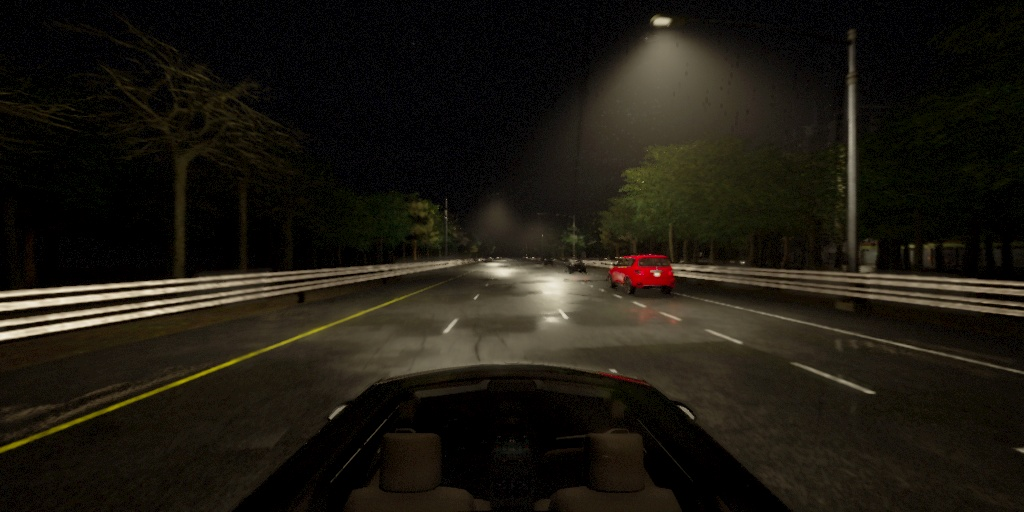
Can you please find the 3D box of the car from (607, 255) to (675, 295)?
[{"bbox_3d":[7.012,0.981,20.012,2.150,2.045,5.566,0,0,0],"label":"car"}]

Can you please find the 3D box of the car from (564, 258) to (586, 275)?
[{"bbox_3d":[7.028,1.251,40.020,2.128,1.511,4.902,0,0,0],"label":"car"}]
